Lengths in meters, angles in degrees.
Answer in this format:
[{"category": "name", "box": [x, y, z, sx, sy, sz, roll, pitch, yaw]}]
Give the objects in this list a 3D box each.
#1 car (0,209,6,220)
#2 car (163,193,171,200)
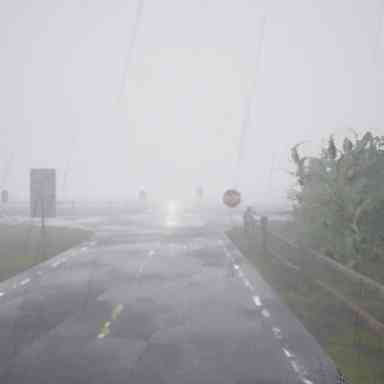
[{"category": "car", "box": [-16.003, 1.423, 24.026, 4.674, 1.442, 1.812, 0, 1, -4]}, {"category": "car", "box": [-5.834, 0.995, 77.687, 1.812, 1.442, 4.674, 0, 0, -4]}]
